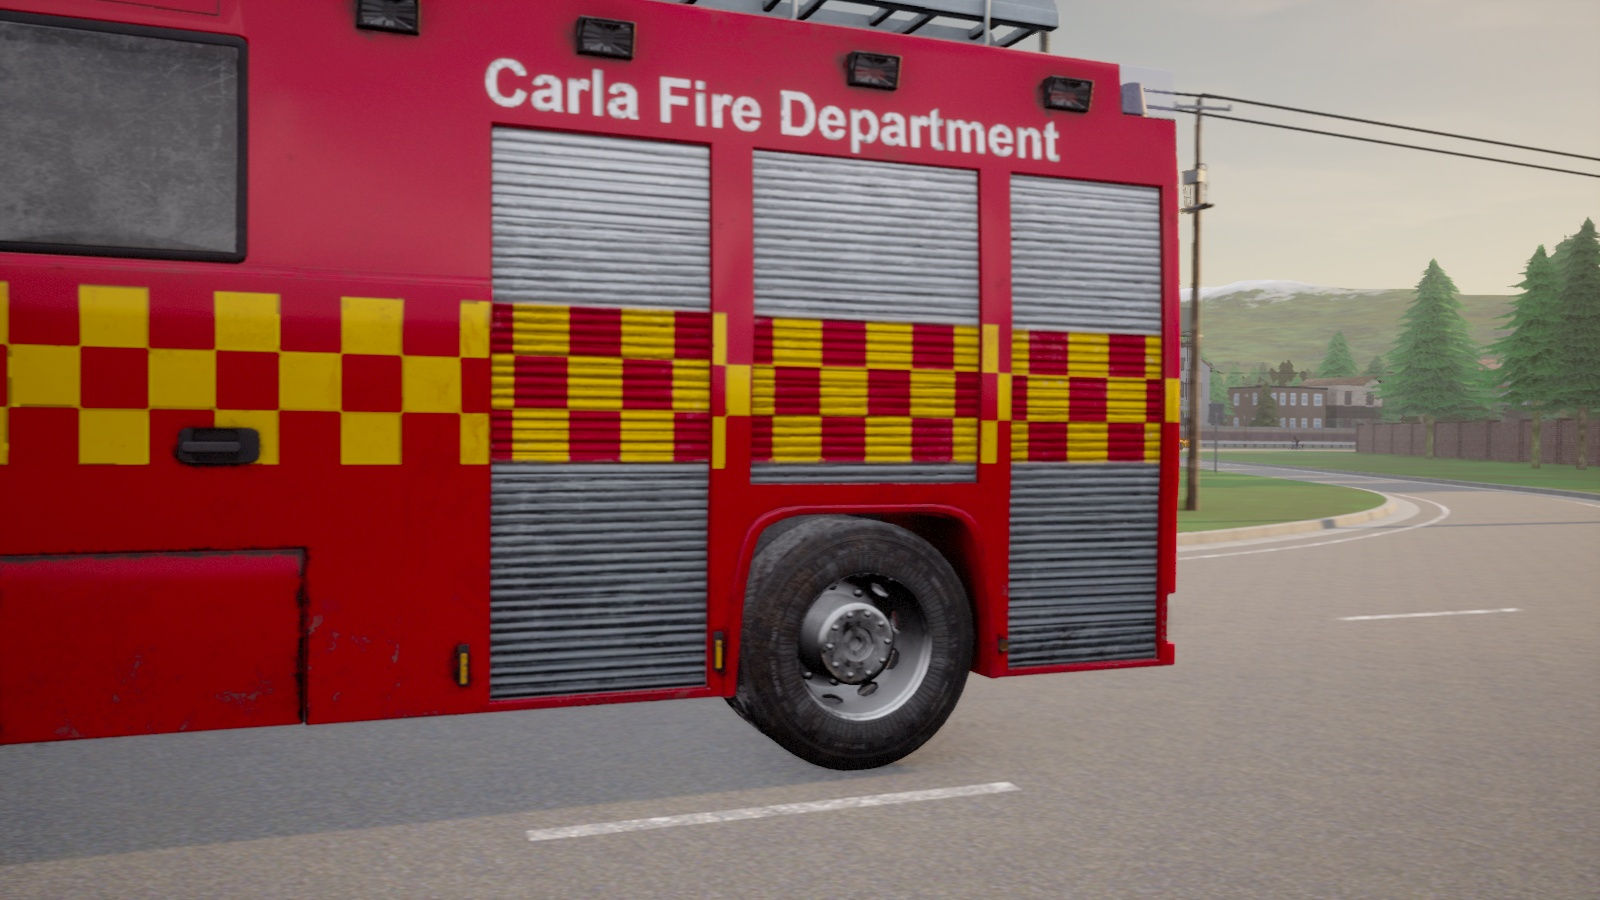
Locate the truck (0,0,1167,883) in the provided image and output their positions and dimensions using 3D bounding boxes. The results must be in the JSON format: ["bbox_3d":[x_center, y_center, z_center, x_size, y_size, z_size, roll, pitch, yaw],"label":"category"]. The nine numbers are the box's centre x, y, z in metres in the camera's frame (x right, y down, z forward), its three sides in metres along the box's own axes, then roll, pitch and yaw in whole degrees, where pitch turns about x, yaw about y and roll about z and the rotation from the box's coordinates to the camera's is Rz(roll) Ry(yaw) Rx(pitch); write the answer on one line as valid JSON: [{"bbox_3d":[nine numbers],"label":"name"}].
[{"bbox_3d":[-2.699,-0.431,5.943,8.468,3.827,2.891,-1,1,-21],"label":"truck"}]
